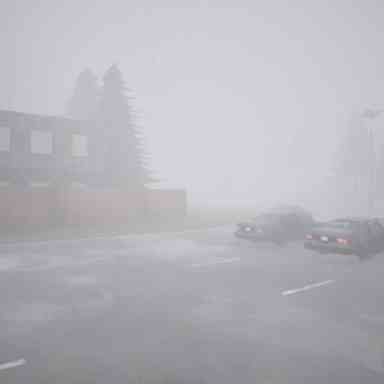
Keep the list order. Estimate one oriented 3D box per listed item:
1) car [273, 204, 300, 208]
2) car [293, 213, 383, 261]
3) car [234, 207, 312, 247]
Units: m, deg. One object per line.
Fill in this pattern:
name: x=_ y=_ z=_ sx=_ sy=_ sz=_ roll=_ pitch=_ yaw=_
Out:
car: x=7.006 y=1.620 z=23.874 sx=1.882 sy=1.535 sz=5.008 roll=0 pitch=0 yaw=40
car: x=6.508 y=1.640 z=12.688 sx=5.357 sy=1.411 sz=2.033 roll=0 pitch=0 yaw=-35
car: x=4.404 y=1.639 z=15.487 sx=5.357 sy=1.411 sz=2.033 roll=0 pitch=0 yaw=-35
